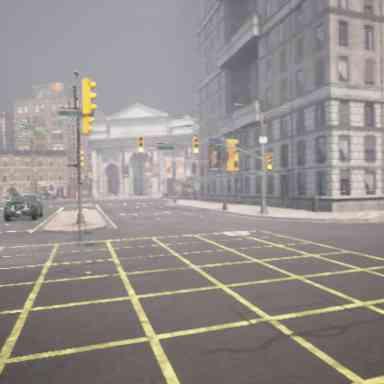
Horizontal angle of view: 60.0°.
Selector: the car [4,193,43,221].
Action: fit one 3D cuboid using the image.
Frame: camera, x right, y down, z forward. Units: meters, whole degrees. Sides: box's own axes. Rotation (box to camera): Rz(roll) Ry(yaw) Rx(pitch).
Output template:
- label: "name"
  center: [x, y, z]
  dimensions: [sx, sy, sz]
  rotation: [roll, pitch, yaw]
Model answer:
- label: "car"
  center: [-13.665, 1.160, 27.289]
  dimensions: [2.150, 2.045, 5.566]
  rotation: [-1, 1, -18]
